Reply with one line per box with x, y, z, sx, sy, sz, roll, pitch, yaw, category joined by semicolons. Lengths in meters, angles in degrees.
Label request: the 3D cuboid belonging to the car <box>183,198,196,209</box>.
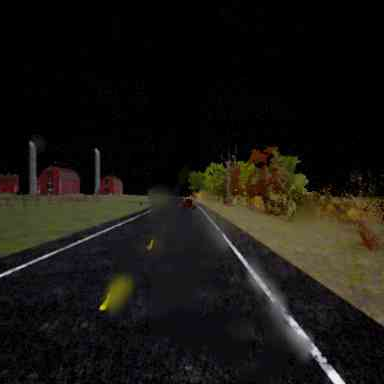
-0.440;1.844;52.285;1.812;1.442;4.674;0;0;-1;car

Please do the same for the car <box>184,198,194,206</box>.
-0.635;1.912;62.723;1.812;1.442;4.674;0;0;-1;car
